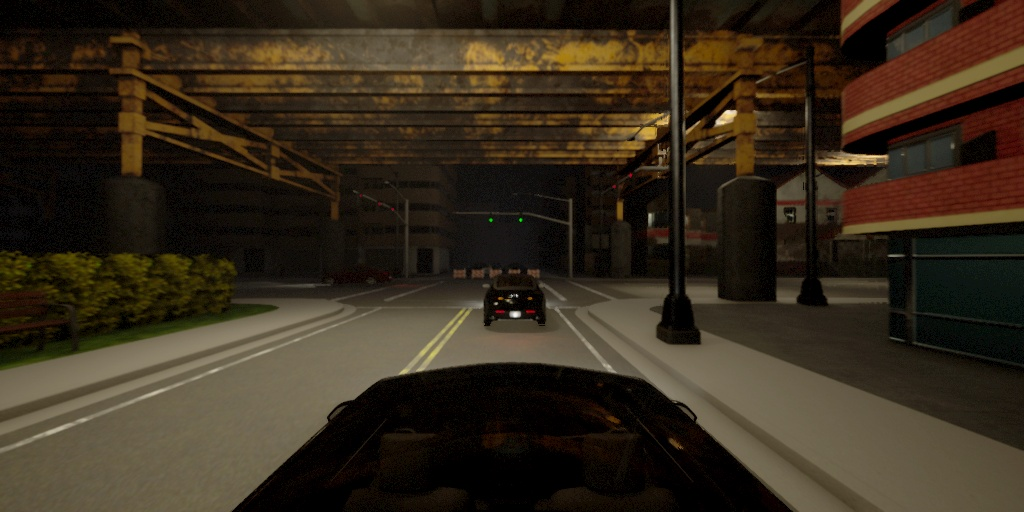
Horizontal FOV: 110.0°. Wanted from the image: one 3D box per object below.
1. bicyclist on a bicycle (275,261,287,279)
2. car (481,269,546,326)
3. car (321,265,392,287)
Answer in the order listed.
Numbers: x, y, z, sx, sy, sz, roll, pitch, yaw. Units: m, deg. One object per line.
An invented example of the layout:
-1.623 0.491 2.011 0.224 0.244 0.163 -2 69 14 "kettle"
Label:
-21.849 1.326 33.922 0.582 1.620 1.656 0 0 0 "bicyclist on a bicycle"
0.052 1.343 12.060 1.837 1.490 4.892 0 -1 -1 "car"
-11.535 1.440 26.730 5.008 1.535 1.882 0 -1 2 "car"
